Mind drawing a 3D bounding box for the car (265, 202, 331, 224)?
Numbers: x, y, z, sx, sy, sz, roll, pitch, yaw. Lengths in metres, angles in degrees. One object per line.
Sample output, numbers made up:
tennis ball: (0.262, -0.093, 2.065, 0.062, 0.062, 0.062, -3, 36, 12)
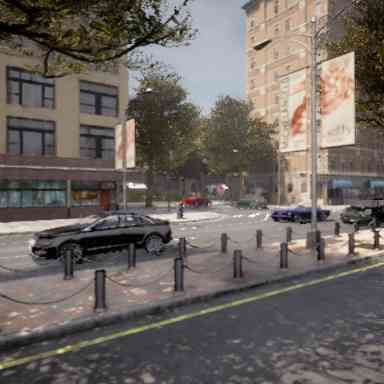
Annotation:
car: (7.707, 1.486, 23.598, 4.718, 1.301, 1.895, 0, 0, -35)

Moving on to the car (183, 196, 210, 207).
car: (0.601, 1.309, 49.211, 1.882, 1.535, 5.008, 0, 0, -36)

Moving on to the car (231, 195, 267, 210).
car: (6.951, 1.183, 40.825, 2.097, 1.767, 4.553, 0, 0, -39)

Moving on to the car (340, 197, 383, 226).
car: (11.968, 1.223, 22.333, 4.553, 1.767, 2.097, 0, 0, -35)

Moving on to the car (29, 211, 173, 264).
car: (-2.993, 1.466, 11.680, 4.902, 1.511, 2.128, 0, 0, -35)
